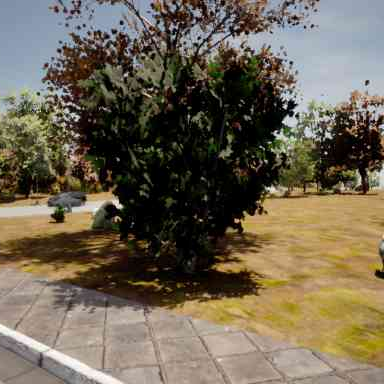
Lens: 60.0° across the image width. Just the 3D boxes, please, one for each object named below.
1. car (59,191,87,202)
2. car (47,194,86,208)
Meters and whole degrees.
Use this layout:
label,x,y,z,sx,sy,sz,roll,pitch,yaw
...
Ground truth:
label,x,y,z,sx,sy,sz,roll,pitch,yaw
car,-17.884,0.969,47.901,2.150,2.045,5.566,0,2,39
car,-16.744,1.385,43.754,1.994,1.385,4.181,0,2,38
